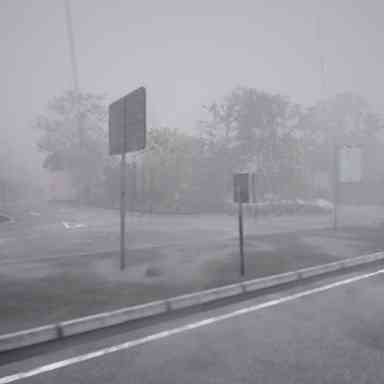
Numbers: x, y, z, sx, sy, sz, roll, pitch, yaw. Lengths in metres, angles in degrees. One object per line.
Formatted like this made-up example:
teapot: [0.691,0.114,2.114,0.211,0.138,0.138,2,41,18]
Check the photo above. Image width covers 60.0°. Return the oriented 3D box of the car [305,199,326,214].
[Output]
car: [10.555,1.409,34.074,2.097,1.535,5.008,0,0,-35]

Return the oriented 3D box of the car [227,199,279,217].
car: [5.226,1.458,30.267,2.002,1.452,4.674,0,0,-35]

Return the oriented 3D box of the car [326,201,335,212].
car: [13.124,1.446,35.894,2.002,1.452,4.674,0,0,-35]

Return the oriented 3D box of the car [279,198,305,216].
car: [7.895,1.415,32.166,2.231,1.521,4.892,0,0,-35]
